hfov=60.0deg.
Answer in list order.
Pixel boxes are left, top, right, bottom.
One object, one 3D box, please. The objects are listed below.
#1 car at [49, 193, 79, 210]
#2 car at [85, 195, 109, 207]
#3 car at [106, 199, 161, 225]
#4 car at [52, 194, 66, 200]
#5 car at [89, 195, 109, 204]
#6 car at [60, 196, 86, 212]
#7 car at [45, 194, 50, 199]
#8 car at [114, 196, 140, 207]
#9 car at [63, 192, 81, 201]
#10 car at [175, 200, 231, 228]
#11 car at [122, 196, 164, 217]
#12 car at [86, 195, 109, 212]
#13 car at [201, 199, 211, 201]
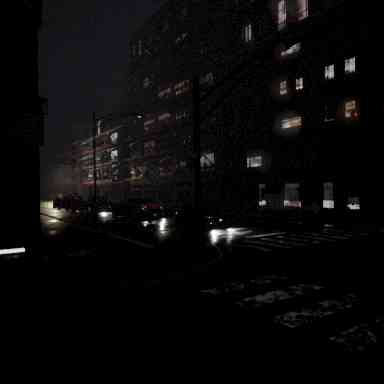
[{"bbox_3d":[-15.829,1.312,41.072,1.967,1.590,4.097,-1,1,-35],"label":"car"},{"bbox_3d":[-13.821,1.266,48.271,1.837,1.490,4.892,-1,1,-34],"label":"car"},{"bbox_3d":[-4.373,1.509,24.201,1.887,1.381,4.507,-1,1,-35],"label":"car"},{"bbox_3d":[-31.479,1.124,78.592,2.008,1.369,4.403,-1,1,-35],"label":"car"},{"bbox_3d":[-15.468,1.216,55.326,1.752,1.417,4.829,-1,1,-35],"label":"car"},{"bbox_3d":[-12.607,1.448,36.392,2.008,1.369,4.403,-1,1,-35],"label":"car"},{"bbox_3d":[-34.797,1.075,83.413,1.752,1.417,4.829,-1,1,-35],"label":"car"},{"bbox_3d":[-9.025,1.266,45.964,1.752,1.417,4.829,-1,1,-35],"label":"car"},{"bbox_3d":[-25.038,0.935,69.227,2.192,1.841,5.009,-1,1,-35],"label":"car"},{"bbox_3d":[0.618,1.507,21.743,1.994,1.385,4.181,-1,1,-34],"label":"car"},{"bbox_3d":[-4.277,1.257,28.848,2.097,1.767,4.553,-1,1,-35],"label":"car"},{"bbox_3d":[-9.873,1.425,36.994,1.994,1.385,4.181,-1,1,-35],"label":"car"},{"bbox_3d":[0.820,1.359,31.844,1.887,1.381,4.507,-1,1,-35],"label":"car"}]
